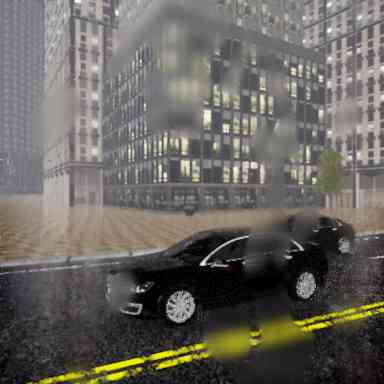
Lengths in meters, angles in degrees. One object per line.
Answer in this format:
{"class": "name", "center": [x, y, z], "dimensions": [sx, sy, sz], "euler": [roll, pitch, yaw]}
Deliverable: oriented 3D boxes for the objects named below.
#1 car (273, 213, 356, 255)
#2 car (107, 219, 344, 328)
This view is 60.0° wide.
{"class": "car", "center": [3.959, 1.574, 12.390], "dimensions": [4.892, 1.490, 1.837], "euler": [0, 0, -28]}
{"class": "car", "center": [0.708, 1.542, 7.038], "dimensions": [4.892, 1.490, 1.837], "euler": [0, 0, -27]}
